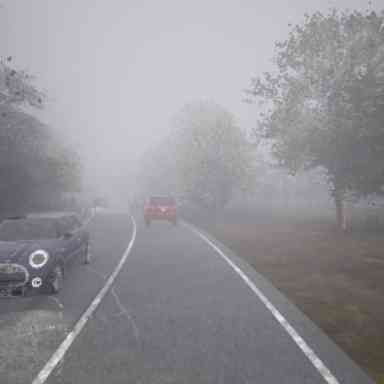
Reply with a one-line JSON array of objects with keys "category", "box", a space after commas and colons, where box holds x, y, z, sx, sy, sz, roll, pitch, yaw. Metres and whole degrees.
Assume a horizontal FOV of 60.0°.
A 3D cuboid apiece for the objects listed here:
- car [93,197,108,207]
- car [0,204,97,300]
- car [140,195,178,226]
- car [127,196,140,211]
[{"category": "car", "box": [-13.546, 1.437, 49.240, 2.128, 1.511, 4.902, 2, 0, -21]}, {"category": "car", "box": [-4.076, 1.363, 8.622, 2.097, 1.767, 4.553, 0, 0, -5]}, {"category": "car", "box": [-2.370, 1.276, 24.246, 2.150, 2.045, 5.566, 1, -1, -11]}, {"category": "car", "box": [-6.676, 1.416, 40.746, 2.097, 1.767, 4.553, 1, -1, -18]}]
